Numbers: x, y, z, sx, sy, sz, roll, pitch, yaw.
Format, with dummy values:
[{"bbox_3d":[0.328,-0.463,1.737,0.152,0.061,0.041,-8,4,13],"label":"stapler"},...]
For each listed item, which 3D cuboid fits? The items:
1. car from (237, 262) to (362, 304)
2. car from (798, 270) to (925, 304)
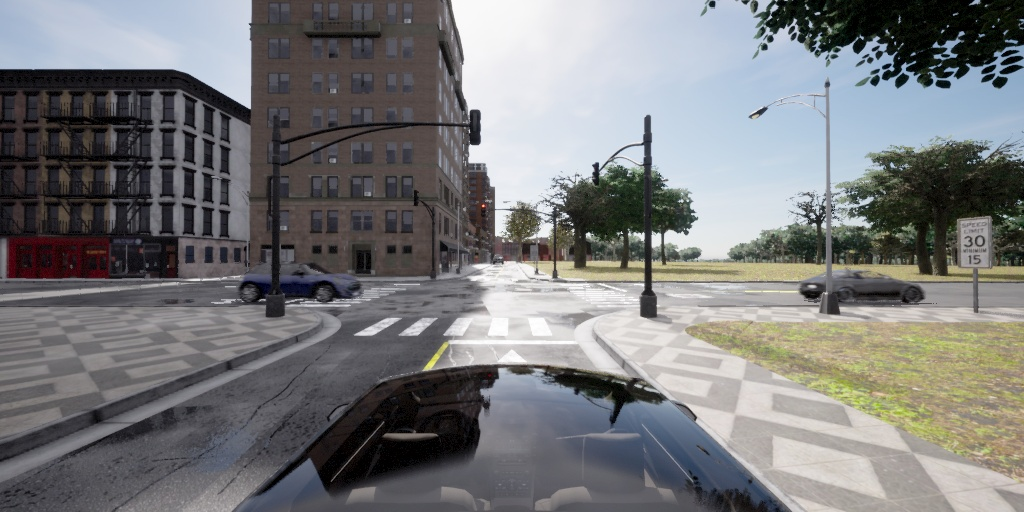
[{"bbox_3d":[-8.967,1.043,15.445,4.553,1.767,2.097,0,-1,0],"label":"car"},{"bbox_3d":[14.932,1.285,15.460,4.181,1.385,1.994,0,-1,0],"label":"car"}]
